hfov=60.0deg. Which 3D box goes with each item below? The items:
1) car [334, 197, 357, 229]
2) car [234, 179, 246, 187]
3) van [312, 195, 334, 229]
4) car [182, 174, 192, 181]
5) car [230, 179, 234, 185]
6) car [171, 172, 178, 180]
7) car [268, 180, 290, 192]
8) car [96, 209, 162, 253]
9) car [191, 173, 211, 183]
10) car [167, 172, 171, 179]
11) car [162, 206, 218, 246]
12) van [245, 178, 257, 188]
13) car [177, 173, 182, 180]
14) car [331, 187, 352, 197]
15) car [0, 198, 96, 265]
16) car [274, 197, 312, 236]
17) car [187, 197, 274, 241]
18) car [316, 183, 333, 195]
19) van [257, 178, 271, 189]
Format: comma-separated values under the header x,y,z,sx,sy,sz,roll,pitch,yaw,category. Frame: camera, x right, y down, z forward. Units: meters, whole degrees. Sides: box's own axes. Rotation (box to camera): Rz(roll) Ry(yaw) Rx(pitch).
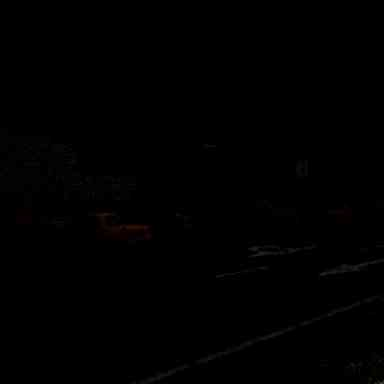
x,y,z,sx,sy,sz,roll,pitch,yaw,category
8.441,1.430,22.352,4.553,1.767,2.185,-1,-1,35,car
11.347,-1.737,68.273,1.946,1.575,5.366,7,3,35,car
6.033,1.319,20.601,4.442,1.987,1.878,-1,-1,35,van
0.812,-3.623,82.821,2.435,2.045,5.566,7,3,34,car
9.515,-1.968,70.592,2.002,1.452,4.674,7,3,35,car
-2.715,-4.009,87.756,2.185,1.767,4.553,4,1,33,car
16.413,-0.918,60.710,2.231,1.521,4.892,7,3,35,car
-4.050,1.506,13.835,5.366,1.575,1.946,-1,-1,35,car
2.663,-3.100,80.562,1.946,1.575,5.366,7,3,34,car
-4.487,-4.286,90.103,2.435,2.045,5.566,1,-1,34,car
-1.445,1.557,15.464,4.674,1.452,2.002,-1,-1,35,car
12.922,-1.689,65.542,1.878,1.987,4.442,7,3,35,van
-0.984,-3.774,85.286,2.185,1.767,4.553,6,3,34,car
23.318,0.210,50.854,2.002,1.452,4.674,7,3,35,car
-6.369,1.247,12.007,5.566,2.045,2.435,-1,-1,34,car
3.495,1.285,18.930,5.566,2.045,2.435,-1,-1,35,car
0.982,1.275,17.223,5.566,2.045,2.435,-1,-1,35,car
21.626,-0.352,53.326,2.435,2.045,5.566,7,3,35,car
14.652,-1.417,63.071,1.878,1.987,4.442,7,3,35,van
